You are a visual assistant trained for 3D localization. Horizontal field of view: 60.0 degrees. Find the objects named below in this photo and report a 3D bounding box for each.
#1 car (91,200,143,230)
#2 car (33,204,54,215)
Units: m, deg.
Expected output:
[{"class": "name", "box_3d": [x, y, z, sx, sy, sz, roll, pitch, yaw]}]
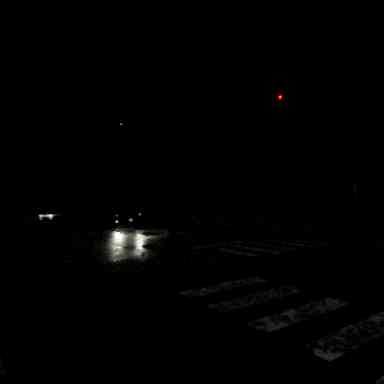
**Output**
[{"class": "car", "box_3d": [-5.757, 1.597, 24.906, 2.150, 2.045, 5.566, 0, -1, -35]}, {"class": "car", "box_3d": [-20.704, 2.374, 46.108, 2.033, 1.411, 5.357, 0, -1, -35]}]
